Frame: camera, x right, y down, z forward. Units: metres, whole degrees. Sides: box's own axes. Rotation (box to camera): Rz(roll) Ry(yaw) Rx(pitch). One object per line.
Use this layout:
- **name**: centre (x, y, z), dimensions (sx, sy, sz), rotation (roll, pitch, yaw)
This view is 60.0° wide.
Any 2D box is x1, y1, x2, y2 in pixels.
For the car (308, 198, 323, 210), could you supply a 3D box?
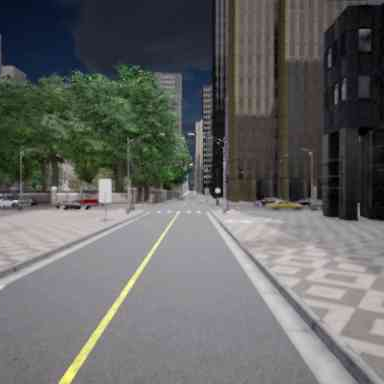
- **car**: centre (17.114, 1.685, 42.346), dimensions (4.403, 1.369, 2.008), rotation (0, 1, 0)

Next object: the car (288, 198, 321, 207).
- **car**: centre (17.153, 1.552, 50.870), dimensions (4.313, 1.339, 1.947), rotation (0, 1, 0)

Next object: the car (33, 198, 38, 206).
- **car**: centre (-25.937, 1.522, 51.110), dimensions (4.313, 1.339, 1.947), rotation (0, 1, 0)

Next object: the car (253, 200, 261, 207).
- **car**: centre (11.640, 1.531, 50.901), dimensions (4.403, 1.369, 2.008), rotation (0, 1, 0)

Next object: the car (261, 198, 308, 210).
- **car**: centre (11.772, 1.653, 42.376), dimensions (4.829, 1.417, 1.752), rotation (0, 1, 0)

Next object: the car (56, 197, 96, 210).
- **car**: centre (-15.063, 1.672, 42.526), dimensions (4.313, 1.339, 1.947), rotation (0, 1, 0)

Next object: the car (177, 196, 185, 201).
- **car**: centre (-2.997, 1.716, 90.207), dimensions (2.033, 1.411, 5.357), rotation (0, 0, 0)

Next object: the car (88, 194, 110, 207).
- **car**: centre (-15.024, 1.273, 51.045), dimensions (5.009, 1.841, 2.192), rotation (0, 1, 0)

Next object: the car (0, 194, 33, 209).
- **car**: centre (-25.277, 1.380, 45.341), dimensions (5.566, 2.045, 2.150), rotation (2, 1, 0)
